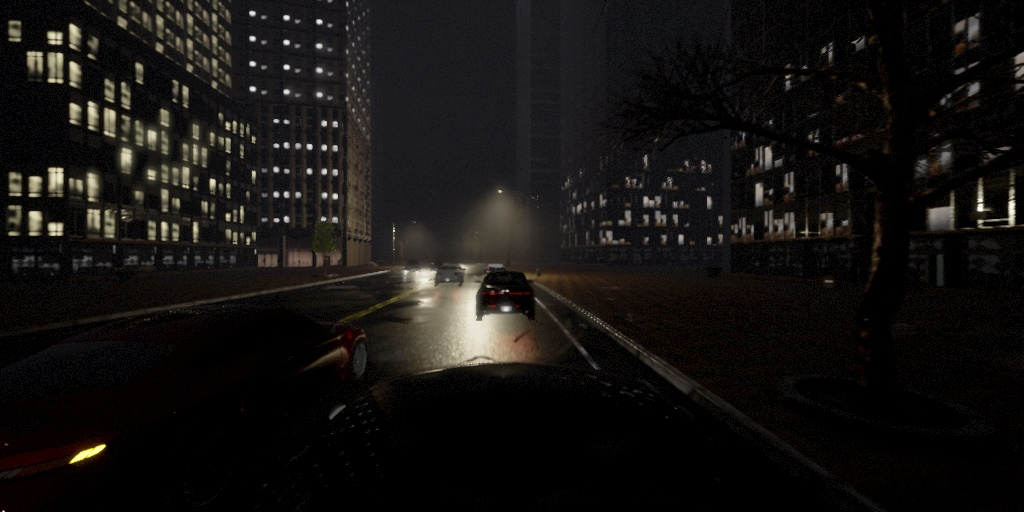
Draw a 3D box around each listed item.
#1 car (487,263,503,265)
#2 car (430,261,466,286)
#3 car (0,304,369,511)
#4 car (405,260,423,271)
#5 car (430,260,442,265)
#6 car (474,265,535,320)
[{"bbox_3d":[-1.507,1.281,31.506,2.033,1.411,5.357,0,0,-5],"label":"car"},{"bbox_3d":[-4.233,1.263,24.879,1.812,1.442,4.674,0,0,-4],"label":"car"},{"bbox_3d":[-3.255,1.275,4.069,1.812,1.442,4.674,0,0,-1],"label":"car"},{"bbox_3d":[-13.598,1.257,49.533,1.812,1.442,4.674,0,0,-8],"label":"car"},{"bbox_3d":[-10.506,1.295,50.912,1.994,1.385,4.181,0,0,-8],"label":"car"},{"bbox_3d":[-0.262,1.248,12.613,1.837,1.490,4.892,0,0,-2],"label":"car"}]
